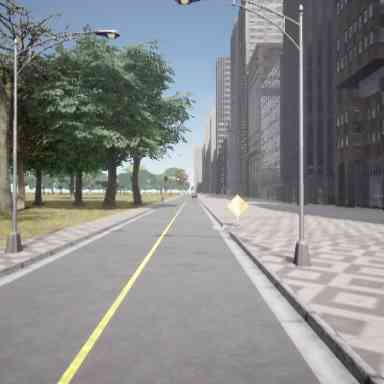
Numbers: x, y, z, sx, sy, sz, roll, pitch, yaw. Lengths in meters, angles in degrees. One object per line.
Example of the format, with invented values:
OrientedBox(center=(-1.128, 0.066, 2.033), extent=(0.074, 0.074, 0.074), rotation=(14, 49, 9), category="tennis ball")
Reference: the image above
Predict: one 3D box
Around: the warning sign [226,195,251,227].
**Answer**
OrientedBox(center=(2.706, 1.106, 19.668), extent=(1.300, 1.860, 1.060), rotation=(-1, -1, 0), category="warning sign")
